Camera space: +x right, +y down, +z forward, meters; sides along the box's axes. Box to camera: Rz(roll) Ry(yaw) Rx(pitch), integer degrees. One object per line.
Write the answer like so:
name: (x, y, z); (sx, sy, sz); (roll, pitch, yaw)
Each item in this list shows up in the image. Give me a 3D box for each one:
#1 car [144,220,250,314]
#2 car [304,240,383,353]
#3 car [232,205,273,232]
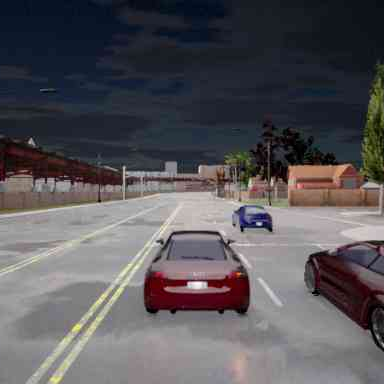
car: (0.085, 1.564, 7.697); (1.994, 1.385, 4.181); (0, 0, 0)
car: (3.590, 1.564, 6.049); (1.994, 1.385, 4.181); (0, 0, 0)
car: (3.560, 1.525, 19.978); (1.812, 1.442, 4.674); (0, 0, 0)
